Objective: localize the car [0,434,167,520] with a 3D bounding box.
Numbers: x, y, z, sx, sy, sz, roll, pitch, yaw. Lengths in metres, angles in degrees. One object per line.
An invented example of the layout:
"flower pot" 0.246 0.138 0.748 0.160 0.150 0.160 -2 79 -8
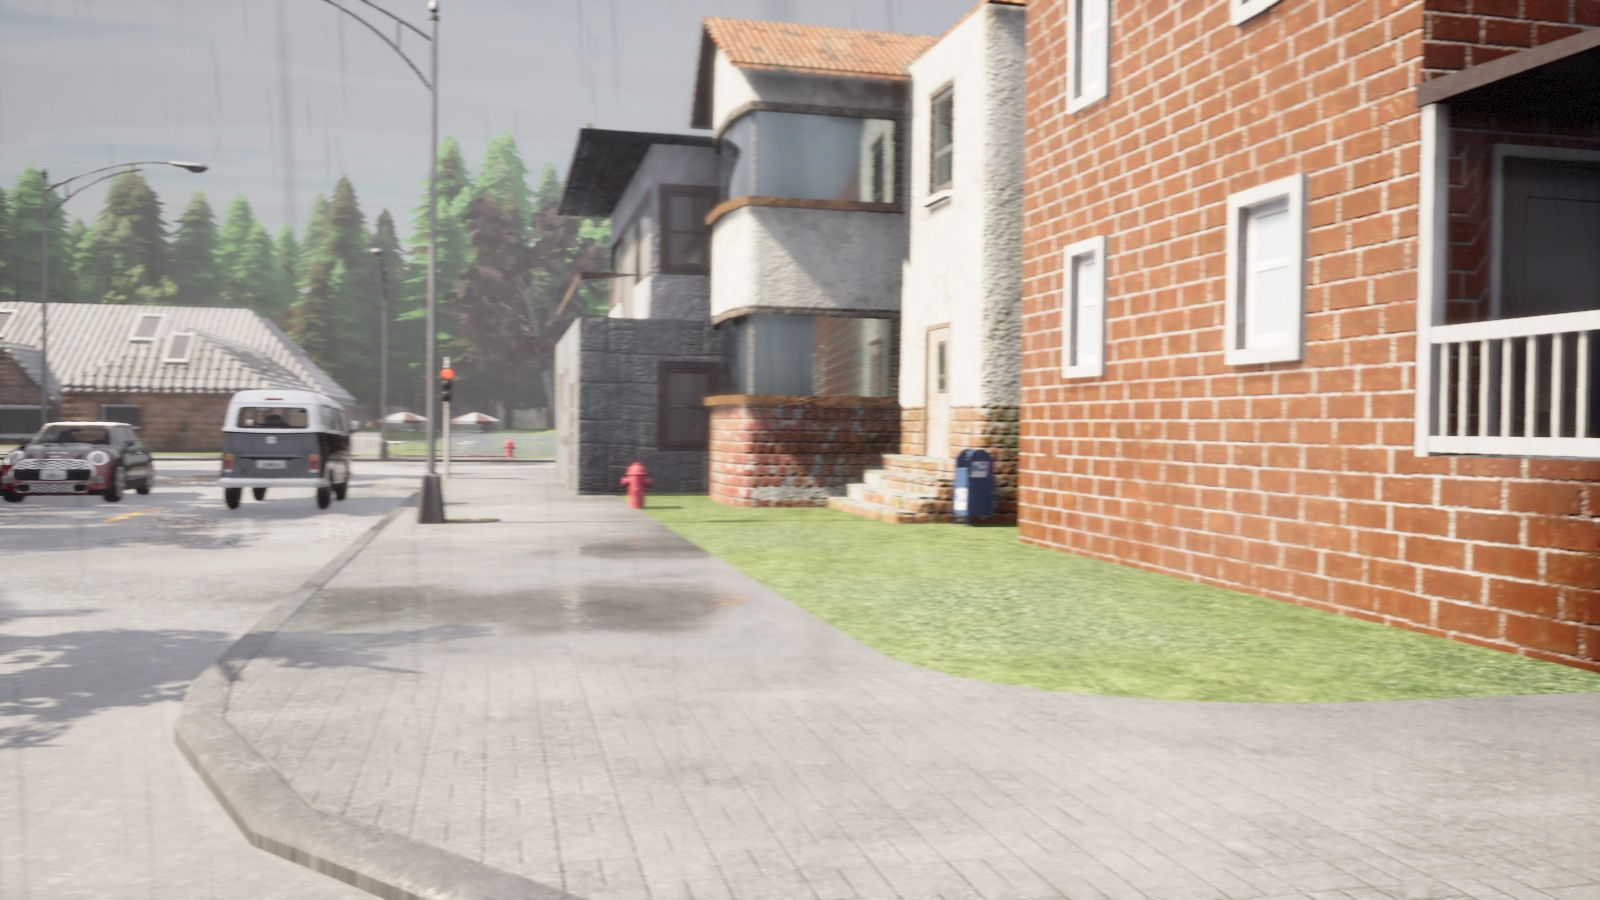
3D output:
"car" -13.731 0.452 24.223 1.970 1.475 3.806 -1 1 -15

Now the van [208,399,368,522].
"van" -9.330 0.176 23.277 2.069 2.038 4.480 -1 0 -13
